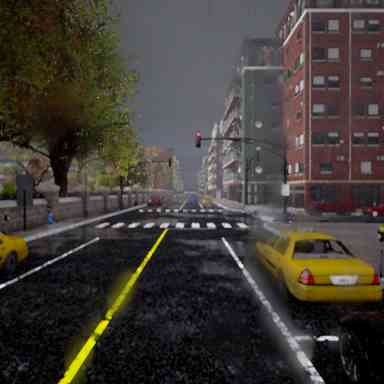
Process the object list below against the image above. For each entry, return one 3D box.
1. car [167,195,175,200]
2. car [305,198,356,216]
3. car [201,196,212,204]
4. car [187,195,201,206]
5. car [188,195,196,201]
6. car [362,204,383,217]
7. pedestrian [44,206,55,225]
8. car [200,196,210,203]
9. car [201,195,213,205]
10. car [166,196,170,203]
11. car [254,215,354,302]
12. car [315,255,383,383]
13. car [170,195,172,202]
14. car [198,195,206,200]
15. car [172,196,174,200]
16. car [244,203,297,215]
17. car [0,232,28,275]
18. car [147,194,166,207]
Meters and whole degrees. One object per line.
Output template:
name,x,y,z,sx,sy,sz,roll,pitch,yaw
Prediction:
car,-5.745,1.586,90.332,1.802,1.307,4.206,0,0,0
car,14.595,1.576,35.025,5.009,1.841,2.192,1,-1,0
car,2.651,1.536,62.661,1.887,1.381,4.507,0,0,0
car,0.072,1.536,54.704,2.033,1.411,5.357,0,0,0
car,-0.048,1.555,87.311,1.994,1.385,4.181,0,0,0
car,20.286,1.909,35.043,4.507,1.381,1.887,1,-1,0
pedestrian,-8.856,1.412,20.804,0.375,1.300,0.375,0,0,0
car,2.648,1.544,68.197,2.008,1.369,4.403,0,0,0
car,2.654,1.514,57.296,1.752,1.417,4.829,0,0,0
car,-5.729,1.431,62.656,1.967,1.590,4.097,0,0,0
car,2.684,1.521,8.196,1.752,1.417,4.829,0,0,0
car,2.688,1.564,2.395,1.947,1.339,4.313,0,0,0
car,-5.732,1.538,68.192,1.887,1.381,4.507,0,0,0
car,2.635,1.549,90.338,1.887,1.381,4.507,0,0,0
car,-5.739,1.580,79.261,1.802,1.307,4.206,0,0,0
car,7.452,1.719,32.005,4.718,1.301,1.895,2,0,-6
car,-5.696,1.521,7.849,1.752,1.417,4.829,0,0,0
car,-5.723,1.302,51.586,2.192,1.841,5.009,0,0,0
